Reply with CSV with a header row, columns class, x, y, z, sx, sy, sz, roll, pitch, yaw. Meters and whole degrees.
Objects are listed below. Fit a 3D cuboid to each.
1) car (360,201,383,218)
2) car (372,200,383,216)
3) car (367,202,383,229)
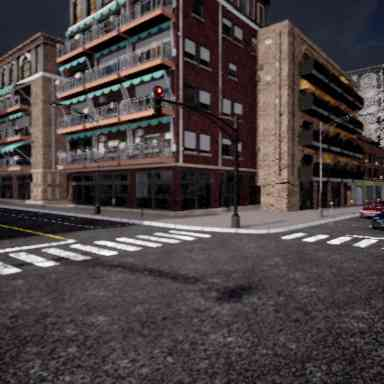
class,x,y,z,sx,sy,sz,roll,pitch,yaw
car,15.505,1.526,28.123,1.802,1.307,4.206,0,0,40
car,19.061,1.516,32.347,1.947,1.339,4.313,0,0,40
car,12.296,1.528,20.042,1.994,1.385,4.181,1,0,40
